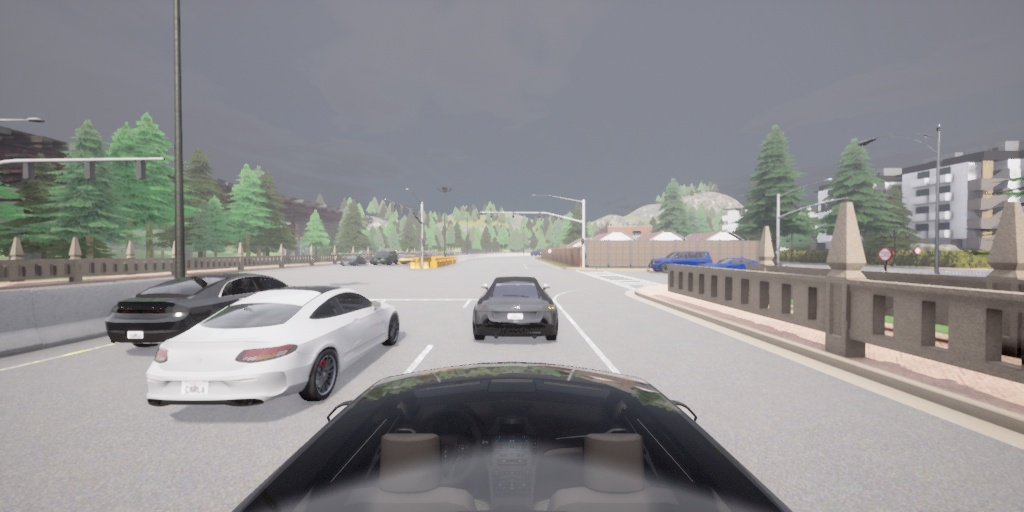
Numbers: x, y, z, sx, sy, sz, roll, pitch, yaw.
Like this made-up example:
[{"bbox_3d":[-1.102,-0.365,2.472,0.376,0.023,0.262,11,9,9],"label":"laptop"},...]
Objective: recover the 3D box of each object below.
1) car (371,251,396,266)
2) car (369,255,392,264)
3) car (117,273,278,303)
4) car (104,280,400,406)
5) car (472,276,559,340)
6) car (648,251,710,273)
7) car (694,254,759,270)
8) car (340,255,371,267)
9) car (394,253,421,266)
[{"bbox_3d":[-17.585,0.322,49.997,2.150,2.045,5.566,0,1,0],"label":"car"},{"bbox_3d":[-20.949,0.562,57.207,1.994,1.385,4.181,0,1,2],"label":"car"},{"bbox_3d":[-6.923,1.174,9.022,1.837,1.490,4.892,0,1,0],"label":"car"},{"bbox_3d":[-3.435,1.232,6.186,1.812,1.442,4.674,0,1,0],"label":"car"},{"bbox_3d":[0.097,1.229,9.657,1.994,1.385,4.181,0,1,1],"label":"car"},{"bbox_3d":[15.803,0.550,33.614,5.566,2.045,2.150,0,1,2],"label":"car"},{"bbox_3d":[18.457,0.857,30.021,5.008,1.535,1.882,0,1,2],"label":"car"},{"bbox_3d":[-21.114,0.655,47.885,1.812,1.442,4.674,0,1,1],"label":"car"},{"bbox_3d":[-14.083,0.587,49.248,1.882,1.535,5.008,0,1,0],"label":"car"}]
